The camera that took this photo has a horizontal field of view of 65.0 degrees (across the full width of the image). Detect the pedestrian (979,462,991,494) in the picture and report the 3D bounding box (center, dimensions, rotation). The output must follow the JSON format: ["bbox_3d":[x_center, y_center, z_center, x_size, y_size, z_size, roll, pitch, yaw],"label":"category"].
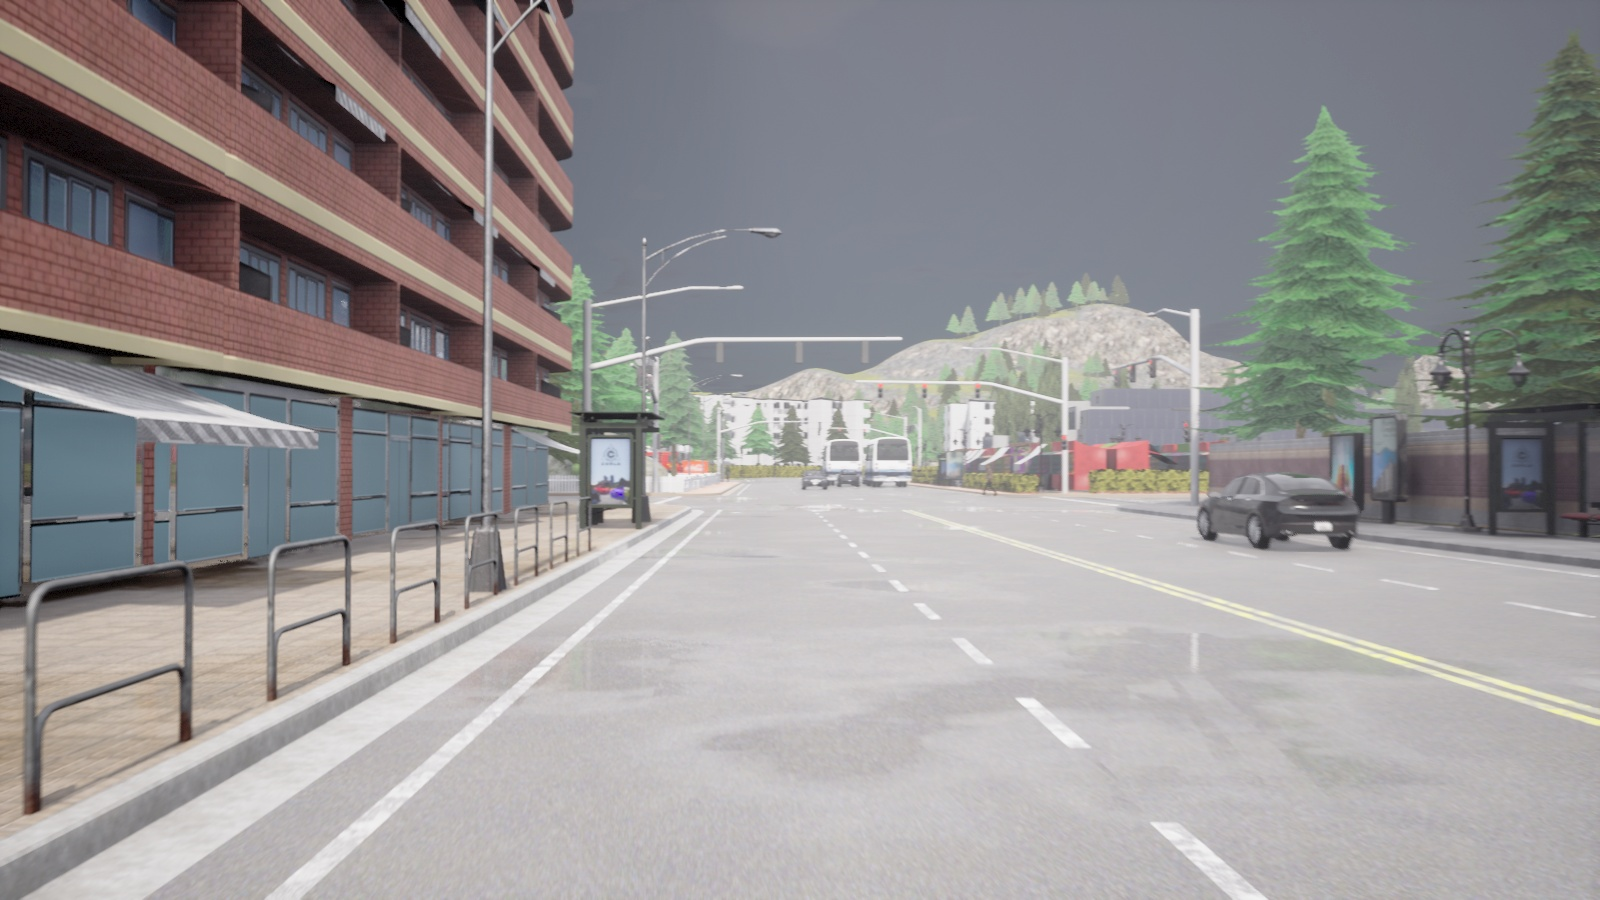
[{"bbox_3d":[10.482,1.586,70.995,0.634,1.846,0.331,0,-1,5],"label":"pedestrian"}]

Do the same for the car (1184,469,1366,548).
[{"bbox_3d":[9.775,1.157,26.330,1.837,1.490,4.892,0,-1,-2],"label":"car"}]

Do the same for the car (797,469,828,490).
[{"bbox_3d":[0.891,2.162,93.354,2.128,1.511,4.902,0,-1,-2],"label":"car"}]
